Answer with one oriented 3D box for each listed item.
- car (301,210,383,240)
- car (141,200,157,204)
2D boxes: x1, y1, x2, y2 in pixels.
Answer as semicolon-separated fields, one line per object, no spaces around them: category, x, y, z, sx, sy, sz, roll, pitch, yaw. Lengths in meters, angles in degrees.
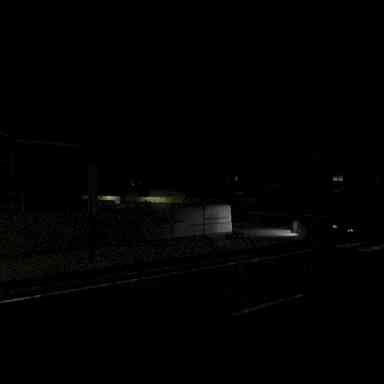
car;8.060;1.552;15.868;5.357;1.411;2.033;0;0;22
car;-6.103;1.666;44.946;1.895;1.301;4.718;0;0;-35
